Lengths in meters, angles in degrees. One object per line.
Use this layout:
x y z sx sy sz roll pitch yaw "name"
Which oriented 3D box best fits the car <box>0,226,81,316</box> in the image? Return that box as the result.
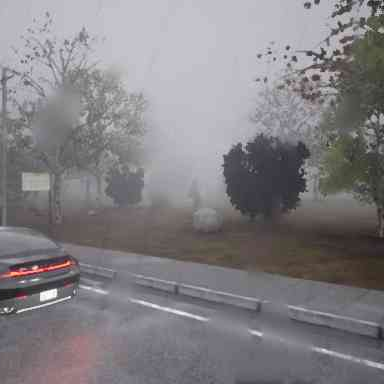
-4.375 1.502 7.111 4.892 1.490 1.837 0 0 37 "car"
